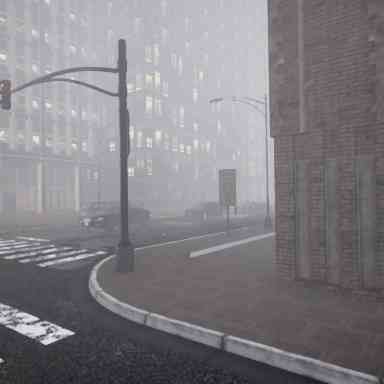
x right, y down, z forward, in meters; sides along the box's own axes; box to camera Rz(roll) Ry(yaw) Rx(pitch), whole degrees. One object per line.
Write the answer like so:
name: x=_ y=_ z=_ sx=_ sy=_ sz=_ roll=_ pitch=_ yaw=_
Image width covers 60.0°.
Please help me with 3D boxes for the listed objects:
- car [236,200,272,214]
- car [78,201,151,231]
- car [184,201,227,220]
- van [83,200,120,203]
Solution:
car: x=7.243 y=1.707 z=37.530 sx=1.895 sy=1.301 sz=4.718 roll=-1 pitch=-1 yaw=36
car: x=-4.652 y=1.558 z=21.004 sx=2.128 sy=1.511 sz=4.902 roll=-1 pitch=-1 yaw=34
car: x=1.282 y=1.563 z=29.247 sx=1.882 sy=1.535 sz=5.008 roll=-1 pitch=-1 yaw=36
van: x=-6.026 y=1.460 z=23.520 sx=1.690 sy=1.788 sz=3.998 roll=-2 pitch=-1 yaw=36
